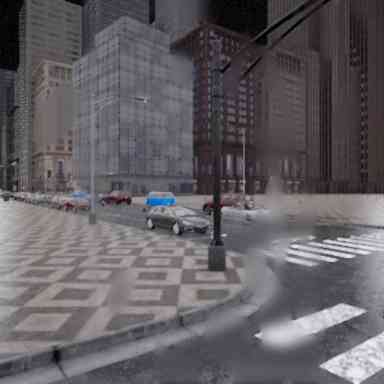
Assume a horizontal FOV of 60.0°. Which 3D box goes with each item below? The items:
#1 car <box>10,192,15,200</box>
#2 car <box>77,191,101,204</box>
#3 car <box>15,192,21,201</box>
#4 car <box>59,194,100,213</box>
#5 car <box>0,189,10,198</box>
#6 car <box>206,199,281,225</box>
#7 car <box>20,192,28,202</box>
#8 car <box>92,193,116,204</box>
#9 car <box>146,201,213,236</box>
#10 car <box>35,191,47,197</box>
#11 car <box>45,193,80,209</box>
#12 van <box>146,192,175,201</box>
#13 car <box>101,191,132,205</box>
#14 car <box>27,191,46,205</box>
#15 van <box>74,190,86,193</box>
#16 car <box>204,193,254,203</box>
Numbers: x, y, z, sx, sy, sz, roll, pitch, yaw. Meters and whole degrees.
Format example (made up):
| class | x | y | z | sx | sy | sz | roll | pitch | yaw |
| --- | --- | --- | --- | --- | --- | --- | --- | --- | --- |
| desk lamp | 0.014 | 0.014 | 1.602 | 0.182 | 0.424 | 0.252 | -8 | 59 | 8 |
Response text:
| class | x | y | z | sx | sy | sz | roll | pitch | yaw |
| --- | --- | --- | --- | --- | --- | --- | --- | --- | --- |
| car | -29.404 | 0.731 | 57.097 | 1.887 | 1.381 | 4.507 | 1 | 0 | -36 |
| car | -13.793 | 0.912 | 45.395 | 1.812 | 1.442 | 4.674 | 0 | 1 | -35 |
| car | -26.229 | 0.686 | 52.656 | 1.967 | 1.590 | 4.097 | 1 | 0 | -36 |
| car | -10.361 | 1.123 | 30.447 | 1.887 | 1.381 | 4.507 | 1 | 0 | -36 |
| car | -38.926 | 0.594 | 70.422 | 1.947 | 1.339 | 4.313 | 0 | 0 | -36 |
| car | 3.328 | 1.368 | 21.766 | 1.895 | 1.301 | 4.718 | 0 | 1 | -38 |
| car | -23.057 | 0.858 | 48.214 | 2.008 | 1.369 | 4.403 | 1 | 0 | -36 |
| car | -12.942 | 0.904 | 48.723 | 2.008 | 1.369 | 4.403 | 1 | 0 | -36 |
| car | -0.840 | 1.351 | 17.122 | 2.008 | 1.369 | 4.403 | 1 | 0 | -36 |
| car | -38.335 | 0.464 | 84.259 | 1.887 | 1.381 | 4.507 | 0 | 0 | -36 |
| car | -13.535 | 1.058 | 34.888 | 2.008 | 1.369 | 4.403 | 1 | 0 | -36 |
| van | -3.416 | 0.900 | 35.394 | 1.690 | 1.788 | 3.998 | 1 | 0 | -36 |
| car | -9.765 | 0.735 | 44.279 | 2.192 | 1.841 | 5.009 | 1 | 0 | -36 |
| car | -19.883 | 0.923 | 43.772 | 2.008 | 1.369 | 4.403 | 1 | 0 | -36 |
| van | -19.288 | 0.567 | 57.606 | 1.690 | 1.788 | 3.998 | 1 | 0 | -36 |
| car | 2.932 | 1.020 | 26.510 | 2.192 | 1.841 | 5.009 | 1 | 0 | -36 |
